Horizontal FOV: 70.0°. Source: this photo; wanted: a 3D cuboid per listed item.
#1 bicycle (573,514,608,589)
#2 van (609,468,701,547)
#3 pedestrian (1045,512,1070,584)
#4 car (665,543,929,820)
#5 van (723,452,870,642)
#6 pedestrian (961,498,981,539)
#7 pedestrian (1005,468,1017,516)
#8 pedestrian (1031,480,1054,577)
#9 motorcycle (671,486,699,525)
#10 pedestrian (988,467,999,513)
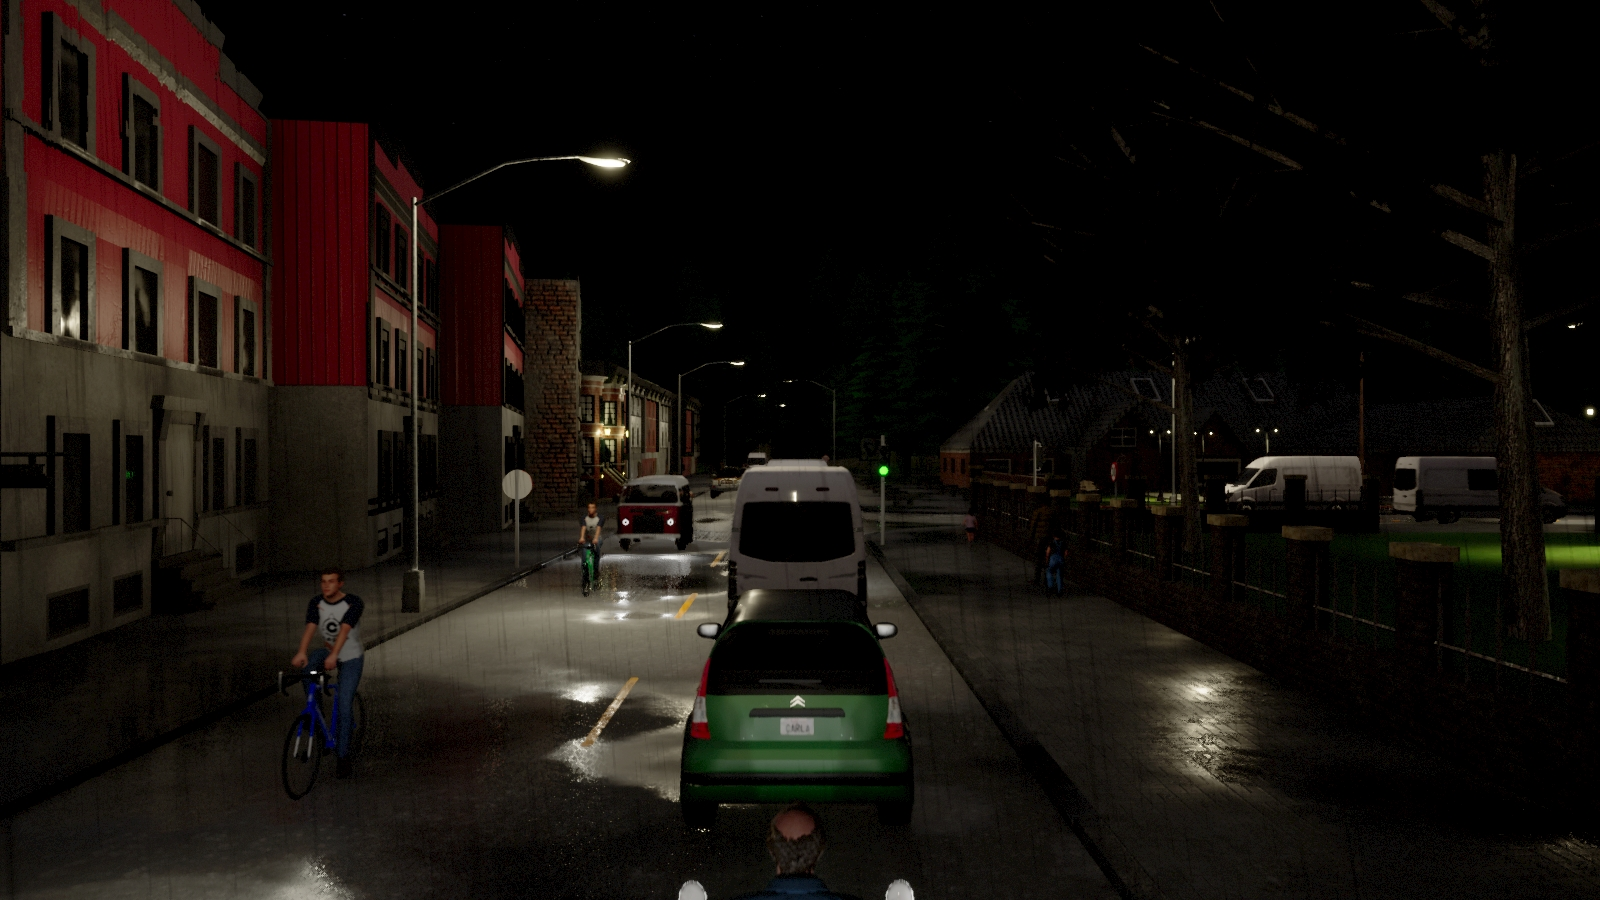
[{"bbox_3d":[-4.052,1.936,22.152,0.373,1.296,1.643,0,0,0],"label":"bicycle"},{"bbox_3d":[-4.076,1.562,32.798,2.069,2.038,4.480,0,0,0],"label":"van"},{"bbox_3d":[4.759,1.805,21.155,0.375,1.300,0.375,0,0,0],"label":"pedestrian"},{"bbox_3d":[-0.026,1.780,9.992,1.851,1.617,3.988,0,0,0],"label":"car"},{"bbox_3d":[-0.056,1.315,18.429,1.988,2.561,5.915,0,0,0],"label":"van"},{"bbox_3d":[4.749,1.904,31.726,0.500,1.100,0.500,0,0,1],"label":"pedestrian"},{"bbox_3d":[8.214,1.629,44.450,0.375,1.860,0.375,0,0,-2],"label":"pedestrian"},{"bbox_3d":[4.745,1.525,22.362,0.375,1.860,0.375,0,0,-1],"label":"pedestrian"},{"bbox_3d":[-4.103,1.950,40.815,0.764,1.277,2.356,0,0,0],"label":"motorcycle"},{"bbox_3d":[7.828,1.629,46.264,0.375,1.860,0.375,0,0,-5],"label":"pedestrian"}]
